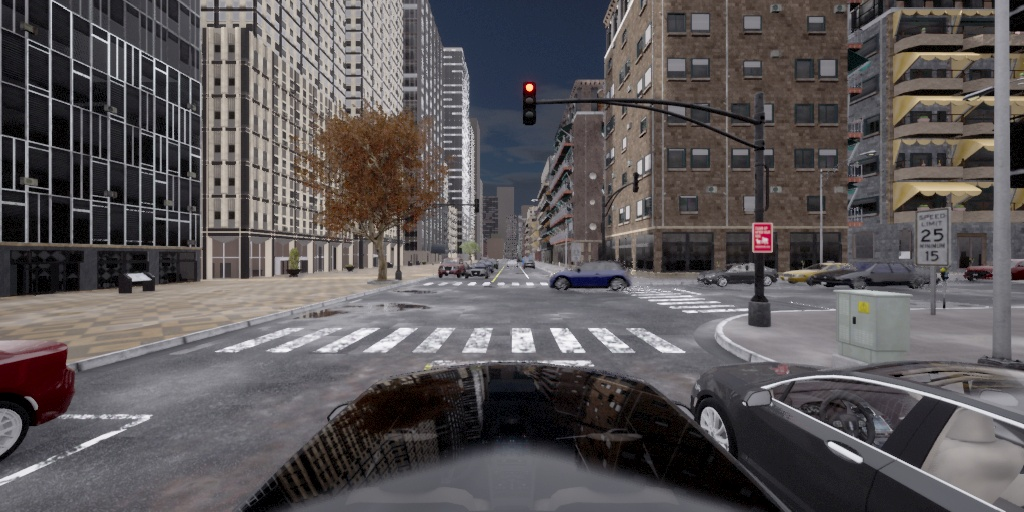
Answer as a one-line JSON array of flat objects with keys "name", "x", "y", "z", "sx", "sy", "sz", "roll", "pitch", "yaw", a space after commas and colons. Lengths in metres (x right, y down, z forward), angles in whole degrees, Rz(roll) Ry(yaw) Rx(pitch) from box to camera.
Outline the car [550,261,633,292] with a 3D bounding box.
[{"name": "car", "x": 4.484, "y": 1.082, "z": 20.494, "sx": 4.553, "sy": 1.767, "sz": 2.097, "roll": -1, "pitch": -1, "yaw": 22}]

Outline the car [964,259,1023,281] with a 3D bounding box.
[{"name": "car", "x": 30.134, "y": 0.858, "z": 21.605, "sx": 4.507, "sy": 1.381, "sz": 1.888, "roll": 0, "pitch": 0, "yaw": -1}]

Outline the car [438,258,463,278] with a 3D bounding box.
[{"name": "car", "x": -5.696, "y": 1.078, "z": 34.402, "sx": 2.192, "sy": 1.841, "sz": 5.009, "roll": 0, "pitch": 0, "yaw": 0}]

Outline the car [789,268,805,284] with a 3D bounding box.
[{"name": "car", "x": 18.829, "y": 0.992, "z": 21.489, "sx": 4.829, "sy": 1.417, "sz": 1.751, "roll": 0, "pitch": 0, "yaw": -1}]

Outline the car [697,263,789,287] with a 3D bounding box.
[{"name": "car", "x": 13.432, "y": 1.095, "z": 21.433, "sx": 4.403, "sy": 1.370, "sz": 2.007, "roll": 0, "pitch": 0, "yaw": -1}]

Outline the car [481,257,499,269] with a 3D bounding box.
[{"name": "car", "x": -3.093, "y": 1.133, "z": 53.655, "sx": 2.097, "sy": 1.767, "sz": 4.553, "roll": 0, "pitch": 0, "yaw": 0}]

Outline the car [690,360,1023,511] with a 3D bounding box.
[{"name": "car", "x": 2.689, "y": 1.300, "z": 2.016, "sx": 2.007, "sy": 1.370, "sz": 4.403, "roll": 0, "pitch": 0, "yaw": 0}]

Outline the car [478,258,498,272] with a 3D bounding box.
[{"name": "car", "x": -3.105, "y": 1.318, "z": 43.486, "sx": 2.033, "sy": 1.411, "sz": 5.357, "roll": 0, "pitch": 0, "yaw": 0}]

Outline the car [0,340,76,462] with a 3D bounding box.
[{"name": "car", "x": -5.692, "y": 1.295, "z": 2.015, "sx": 1.888, "sy": 1.381, "sz": 4.507, "roll": 0, "pitch": 0, "yaw": 0}]

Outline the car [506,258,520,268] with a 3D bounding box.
[{"name": "car", "x": 0.095, "y": 1.317, "z": 63.595, "sx": 1.812, "sy": 1.442, "sz": 4.674, "roll": 0, "pitch": 0, "yaw": 0}]

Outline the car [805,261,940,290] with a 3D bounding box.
[{"name": "car", "x": 19.073, "y": 1.015, "z": 18.902, "sx": 5.357, "sy": 1.411, "sz": 2.033, "roll": -1, "pitch": 0, "yaw": -1}]

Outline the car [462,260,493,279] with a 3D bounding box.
[{"name": "car", "x": -3.096, "y": 1.326, "z": 32.885, "sx": 1.994, "sy": 1.385, "sz": 4.181, "roll": 0, "pitch": 0, "yaw": 1}]

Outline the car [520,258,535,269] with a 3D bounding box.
[{"name": "car", "x": 2.682, "y": 1.348, "z": 56.494, "sx": 1.948, "sy": 1.339, "sz": 4.313, "roll": 0, "pitch": 0, "yaw": 0}]
